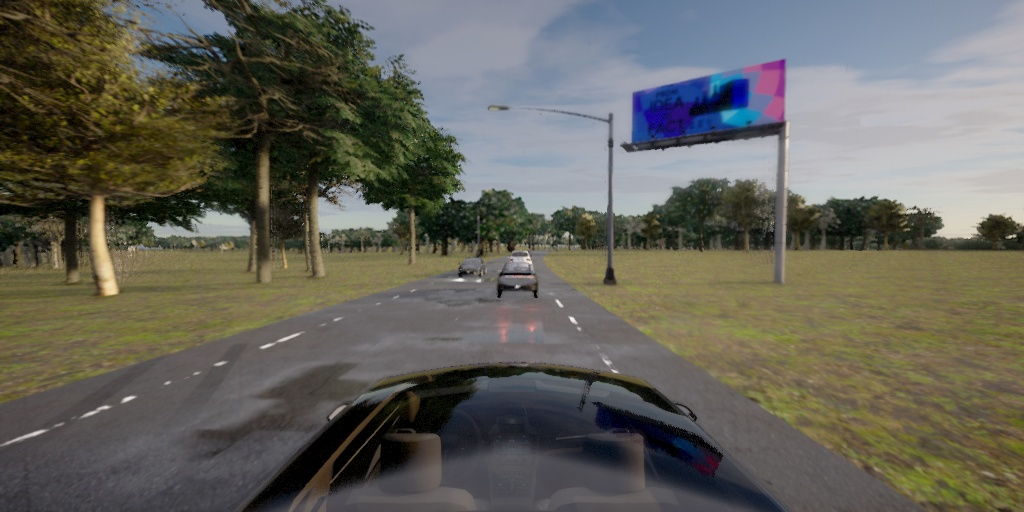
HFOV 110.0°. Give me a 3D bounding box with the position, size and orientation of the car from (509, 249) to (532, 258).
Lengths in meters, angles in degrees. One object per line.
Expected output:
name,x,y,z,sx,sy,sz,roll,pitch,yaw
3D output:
car,0.877,0.467,37.014,2.150,2.045,5.566,0,1,2

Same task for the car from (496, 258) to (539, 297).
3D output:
car,0.272,1.050,17.338,2.128,1.511,4.902,0,1,1

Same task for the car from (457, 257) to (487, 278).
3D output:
car,-3.121,0.882,28.765,1.837,1.490,4.892,0,1,2
